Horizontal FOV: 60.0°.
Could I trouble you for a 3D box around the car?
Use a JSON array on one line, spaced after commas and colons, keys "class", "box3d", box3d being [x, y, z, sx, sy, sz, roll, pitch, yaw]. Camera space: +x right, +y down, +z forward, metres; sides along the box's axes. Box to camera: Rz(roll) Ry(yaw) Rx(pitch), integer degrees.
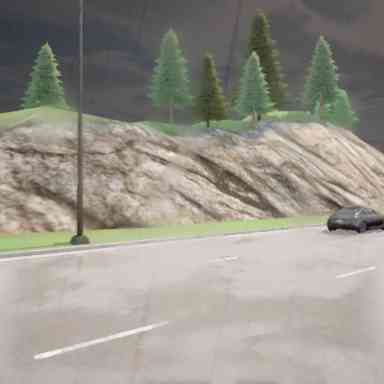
[{"class": "car", "box3d": [9.689, 1.569, 19.293, 4.181, 1.385, 1.994, 0, 0, -36]}]
